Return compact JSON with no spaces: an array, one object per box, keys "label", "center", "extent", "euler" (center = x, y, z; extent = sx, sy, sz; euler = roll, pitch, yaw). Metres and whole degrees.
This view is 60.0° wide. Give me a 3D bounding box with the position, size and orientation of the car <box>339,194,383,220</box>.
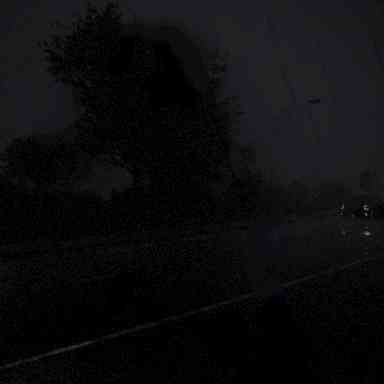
[{"label":"car","center":[12.575,1.038,24.496],"extent":[2.097,1.767,4.553],"euler":[0,1,44]}]
